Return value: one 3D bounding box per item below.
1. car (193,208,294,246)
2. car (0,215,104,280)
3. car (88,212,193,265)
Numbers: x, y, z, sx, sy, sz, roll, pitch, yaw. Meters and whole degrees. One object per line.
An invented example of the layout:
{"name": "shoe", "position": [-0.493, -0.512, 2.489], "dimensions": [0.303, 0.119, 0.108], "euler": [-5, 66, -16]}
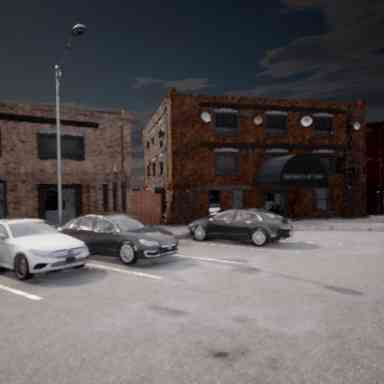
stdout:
{"name": "car", "position": [2.092, 1.480, 15.079], "dimensions": [4.892, 1.521, 2.231], "euler": [-1, 0, 34]}
{"name": "car", "position": [-5.074, 1.526, 9.977], "dimensions": [4.674, 1.452, 2.002], "euler": [-1, -1, 35]}
{"name": "car", "position": [-2.688, 1.485, 11.684], "dimensions": [4.892, 1.521, 2.231], "euler": [-1, -1, 35]}
